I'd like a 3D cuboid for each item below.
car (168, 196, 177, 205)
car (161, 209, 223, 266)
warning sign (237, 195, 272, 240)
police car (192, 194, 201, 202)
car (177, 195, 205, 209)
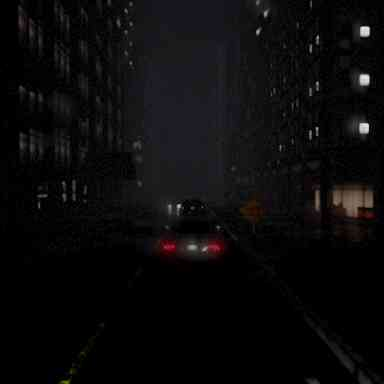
[{"bbox_3d":[-3.035,1.479,57.940,1.812,1.442,4.674,0,0,0],"label":"car"},{"bbox_3d":[0.029,1.530,11.386,2.033,1.411,5.357,0,0,1],"label":"car"},{"bbox_3d":[2.735,1.094,14.698,1.300,1.860,1.060,1,1,0],"label":"warning sign"},{"bbox_3d":[1.081,1.383,74.830,1.930,1.638,5.238,0,0,0],"label":"police car"},{"bbox_3d":[0.058,1.317,28.443,2.097,1.767,4.553,0,0,0],"label":"car"}]
